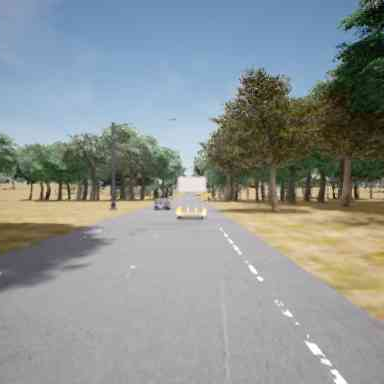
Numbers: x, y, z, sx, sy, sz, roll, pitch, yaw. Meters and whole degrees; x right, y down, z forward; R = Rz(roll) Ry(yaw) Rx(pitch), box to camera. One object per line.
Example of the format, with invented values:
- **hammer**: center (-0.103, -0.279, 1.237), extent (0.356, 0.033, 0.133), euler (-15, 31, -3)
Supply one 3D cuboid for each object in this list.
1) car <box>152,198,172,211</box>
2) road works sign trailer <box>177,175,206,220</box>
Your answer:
- **car**: center (-3.589, 1.473, 40.719), extent (1.812, 1.442, 4.674), euler (0, 0, 0)
- **road works sign trailer**: center (-0.009, 0.418, 27.510), extent (2.380, 3.560, 2.880), euler (0, 0, 0)
